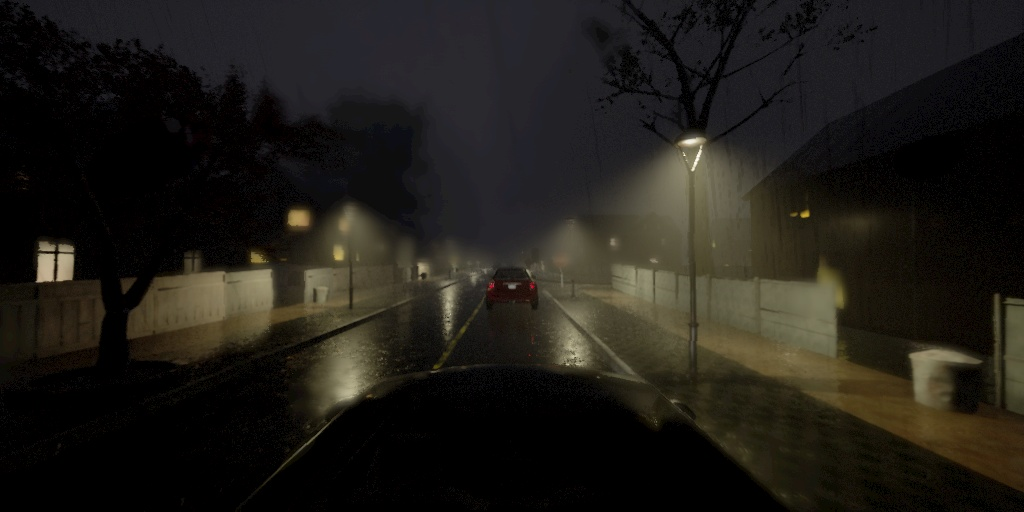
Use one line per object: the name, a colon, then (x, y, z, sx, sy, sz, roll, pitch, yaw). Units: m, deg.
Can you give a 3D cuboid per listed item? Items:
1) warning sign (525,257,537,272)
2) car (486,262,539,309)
warning sign: (2.518, 1.370, 50.159, 1.300, 1.860, 1.060, 0, 0, 0)
car: (0.005, 1.240, 15.955, 2.097, 1.767, 4.553, 0, -1, 0)
